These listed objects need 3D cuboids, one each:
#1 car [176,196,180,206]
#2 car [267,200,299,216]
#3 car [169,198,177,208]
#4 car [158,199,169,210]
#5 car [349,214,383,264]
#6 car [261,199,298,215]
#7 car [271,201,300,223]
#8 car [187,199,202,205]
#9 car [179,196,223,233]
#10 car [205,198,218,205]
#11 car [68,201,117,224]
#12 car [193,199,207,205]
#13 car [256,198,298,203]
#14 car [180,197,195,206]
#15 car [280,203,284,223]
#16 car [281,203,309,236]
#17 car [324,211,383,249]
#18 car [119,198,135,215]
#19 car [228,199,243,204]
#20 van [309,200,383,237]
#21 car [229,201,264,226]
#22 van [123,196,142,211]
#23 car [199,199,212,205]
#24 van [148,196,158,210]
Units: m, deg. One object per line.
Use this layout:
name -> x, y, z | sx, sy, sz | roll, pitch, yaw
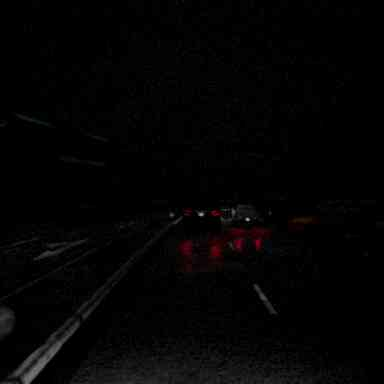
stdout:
car -> -2.167, 1.727, 64.533 | 2.435, 2.045, 5.566 | 0, -1, 13
car -> 8.754, 1.644, 26.562 | 4.792, 1.488, 2.163 | 0, 0, 5
car -> -4.339, 1.819, 53.699 | 2.002, 1.452, 4.674 | 0, -1, 11
car -> -5.273, 1.752, 48.236 | 2.002, 1.452, 4.674 | 0, -1, 9
car -> 7.869, 1.595, 10.338 | 4.792, 1.488, 2.163 | 0, 0, 2
car -> 8.955, 1.617, 29.287 | 4.892, 1.521, 2.231 | 0, 0, 6
car -> 8.489, 1.641, 23.846 | 4.792, 1.488, 2.163 | 0, 0, 4
car -> 0.525, 2.272, 75.441 | 2.231, 1.521, 4.892 | 0, -2, 16
car -> 0.664, 1.346, 20.957 | 2.150, 2.045, 5.566 | 0, 0, 3
car -> 5.362, 2.665, 91.387 | 2.185, 1.767, 4.553 | -1, -2, 19
car -> -7.952, 1.622, 26.243 | 2.097, 1.535, 5.008 | 0, 0, 5
car -> 1.989, 2.479, 80.658 | 2.002, 1.452, 4.674 | 0, -2, 17
car -> 9.501, 1.644, 34.849 | 4.792, 1.488, 2.163 | 0, 0, 7
car -> -0.873, 1.988, 69.987 | 2.185, 1.767, 4.553 | 0, -2, 14
car -> 8.341, 1.646, 21.118 | 4.674, 1.452, 2.002 | 0, 0, 4
car -> 8.001, 1.595, 18.404 | 5.366, 1.575, 1.946 | 0, 0, 3
car -> 7.963, 1.618, 12.952 | 4.674, 1.452, 2.002 | 0, 0, 2
car -> -7.465, 1.663, 31.714 | 2.163, 1.488, 4.792 | 0, 0, 6
car -> 5.816, 1.671, 42.273 | 1.837, 1.490, 4.892 | 0, -1, 8
van -> 8.179, 1.364, 15.660 | 4.442, 1.987, 1.878 | 0, 0, 2
car -> 3.947, 1.660, 24.896 | 1.812, 1.442, 4.674 | 0, 0, 4
van -> -6.859, 1.416, 37.142 | 1.878, 1.987, 4.442 | 0, 0, 8
car -> 3.592, 2.642, 85.937 | 2.163, 1.488, 4.792 | 0, -2, 18
van -> -6.146, 1.440, 42.634 | 1.878, 1.987, 4.442 | 0, -1, 9
